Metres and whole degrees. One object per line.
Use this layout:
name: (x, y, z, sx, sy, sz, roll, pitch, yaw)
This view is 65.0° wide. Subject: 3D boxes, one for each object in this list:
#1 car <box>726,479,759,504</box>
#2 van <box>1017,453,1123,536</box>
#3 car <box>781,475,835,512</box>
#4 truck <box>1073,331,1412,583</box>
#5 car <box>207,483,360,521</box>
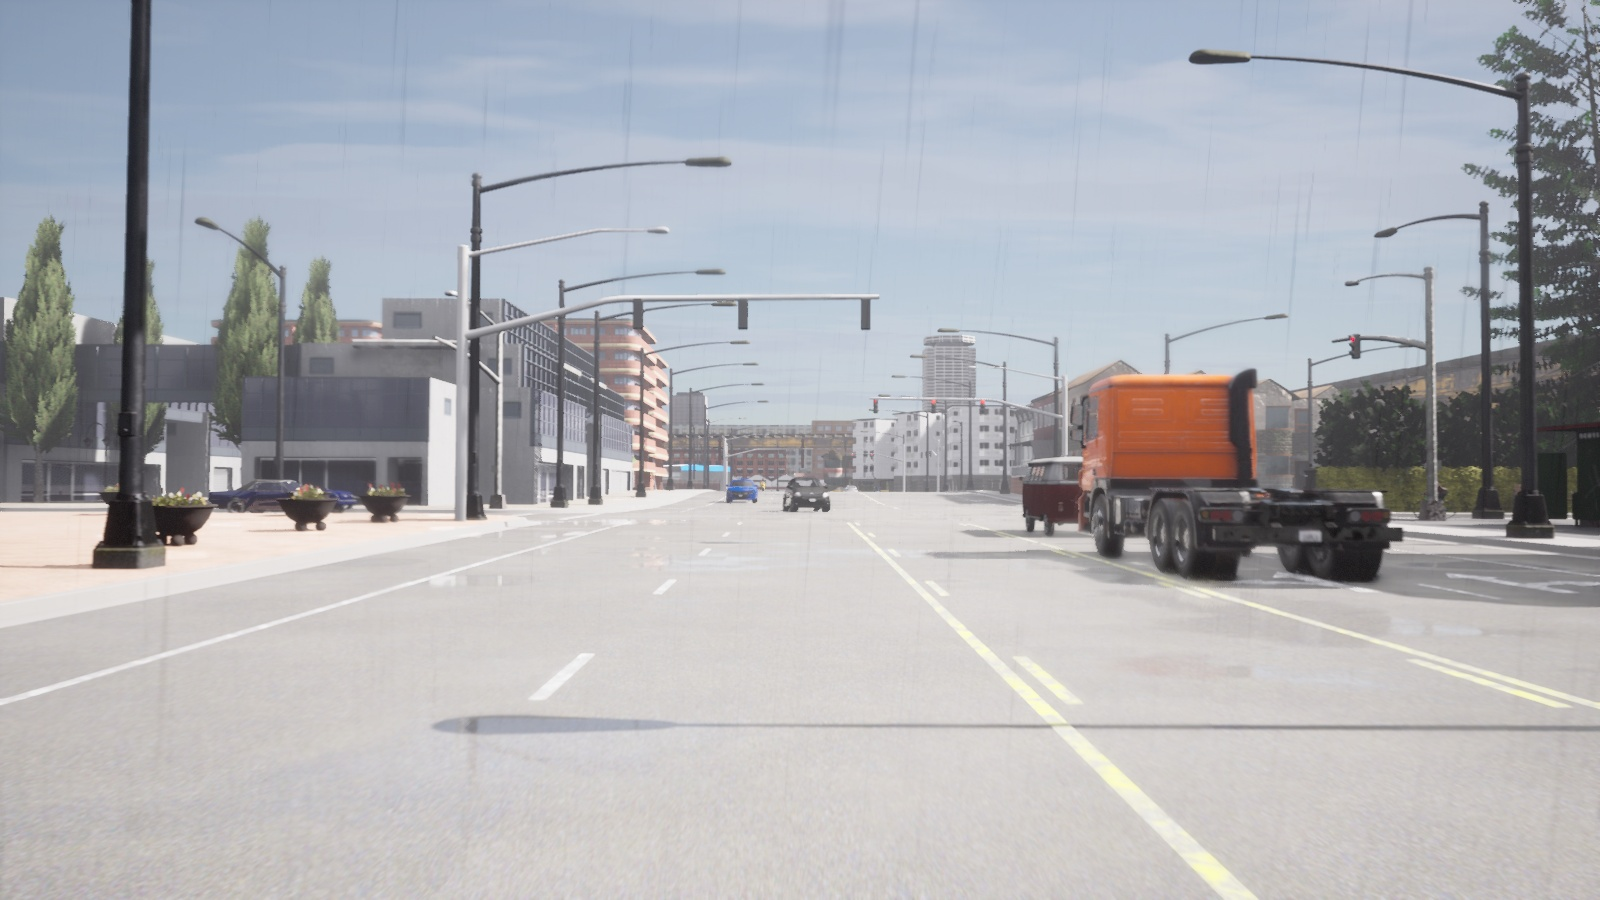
car: (-3.691, 2.648, 80.833, 1.882, 1.535, 5.008, 0, -1, 0)
van: (6.921, 1.122, 32.600, 1.775, 1.987, 4.442, 0, -1, 0)
car: (0.310, 1.978, 57.497, 1.851, 1.617, 3.988, 0, -2, -9)
truck: (6.946, 0.164, 21.238, 2.891, 3.462, 7.936, 0, -1, 0)
car: (-18.470, 1.865, 45.066, 4.718, 1.301, 1.895, 0, -2, 0)
